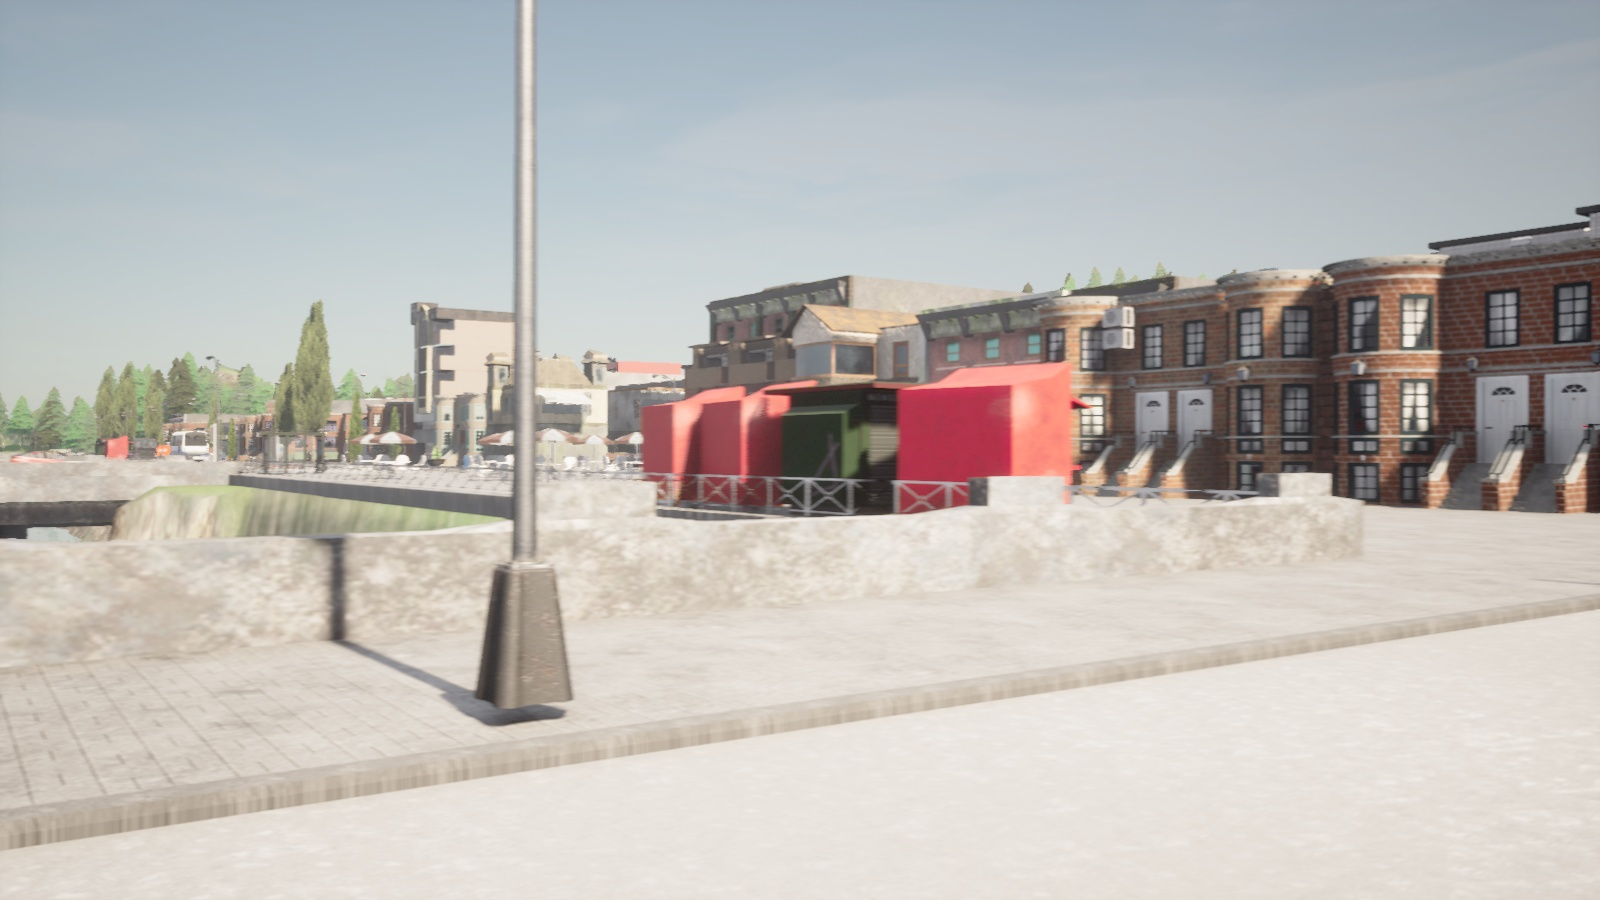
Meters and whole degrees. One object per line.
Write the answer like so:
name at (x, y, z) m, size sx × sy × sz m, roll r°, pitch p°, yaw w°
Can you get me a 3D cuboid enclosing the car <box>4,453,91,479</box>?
car at (-46.317, 0.980, 77.311) m, size 4.514 × 1.525 × 2.007 m, roll 0°, pitch 0°, yaw -35°
